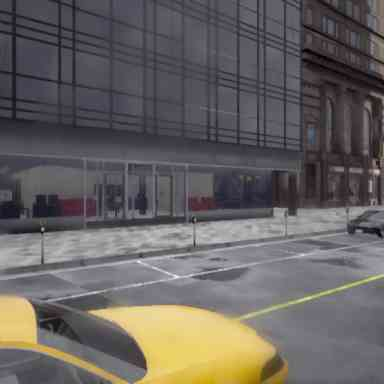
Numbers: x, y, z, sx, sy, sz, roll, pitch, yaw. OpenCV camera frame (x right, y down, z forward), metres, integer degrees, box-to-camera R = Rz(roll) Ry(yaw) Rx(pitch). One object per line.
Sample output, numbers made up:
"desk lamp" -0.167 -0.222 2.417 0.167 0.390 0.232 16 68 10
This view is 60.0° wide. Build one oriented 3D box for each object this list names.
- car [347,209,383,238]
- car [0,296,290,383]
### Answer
"car" 9.998 1.567 17.645 4.313 1.339 1.947 0 0 -36
"car" -1.548 1.456 2.329 5.366 1.575 1.801 0 0 -36
